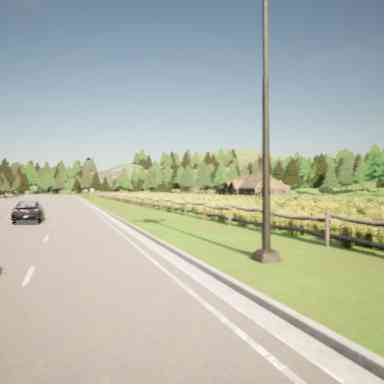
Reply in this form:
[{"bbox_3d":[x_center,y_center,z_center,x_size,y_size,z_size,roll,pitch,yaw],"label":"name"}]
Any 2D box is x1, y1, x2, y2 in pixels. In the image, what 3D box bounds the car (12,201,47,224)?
[{"bbox_3d":[-11.653,1.397,23.947,2.128,1.511,4.902,-1,0,-20],"label":"car"}]
